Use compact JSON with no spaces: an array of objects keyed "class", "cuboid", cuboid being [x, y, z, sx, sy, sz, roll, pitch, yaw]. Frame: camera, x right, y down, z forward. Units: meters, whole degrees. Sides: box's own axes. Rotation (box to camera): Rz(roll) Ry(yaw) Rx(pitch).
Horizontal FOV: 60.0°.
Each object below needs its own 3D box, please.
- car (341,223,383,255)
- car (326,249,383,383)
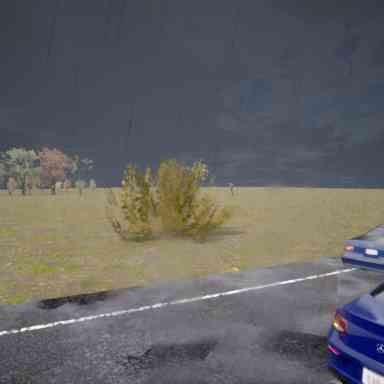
[{"class":"car","cuboid":[6.588,1.549,9.748,5.357,1.411,2.033,0,0,-34]},{"class":"car","cuboid":[3.688,1.526,4.082,4.674,1.442,1.812,0,0,-29]}]
